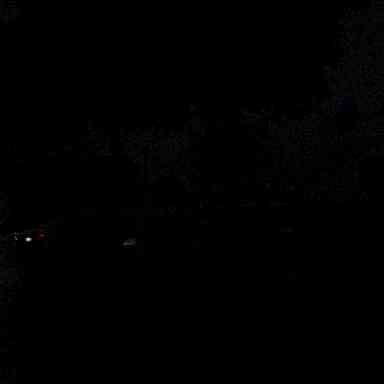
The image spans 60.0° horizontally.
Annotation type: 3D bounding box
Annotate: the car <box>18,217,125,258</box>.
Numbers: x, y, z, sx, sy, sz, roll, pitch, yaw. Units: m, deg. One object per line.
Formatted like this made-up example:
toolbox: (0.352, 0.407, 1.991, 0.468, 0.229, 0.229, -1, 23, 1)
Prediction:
car: (-4.757, 1.713, 13.641, 1.994, 1.385, 4.181, -2, -2, 34)
